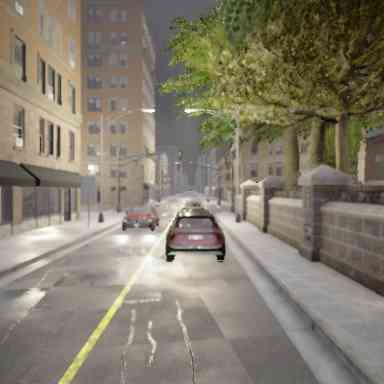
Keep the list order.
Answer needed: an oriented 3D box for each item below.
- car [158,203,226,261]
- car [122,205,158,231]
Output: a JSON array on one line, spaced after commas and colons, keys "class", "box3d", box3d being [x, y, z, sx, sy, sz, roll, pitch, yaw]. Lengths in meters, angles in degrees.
[{"class": "car", "box3d": [0.101, 1.412, 12.123, 2.033, 1.649, 4.856, 0, 0, 0]}, {"class": "car", "box3d": [-3.001, 1.532, 20.339, 1.812, 1.442, 4.674, 0, 0, 0]}]
